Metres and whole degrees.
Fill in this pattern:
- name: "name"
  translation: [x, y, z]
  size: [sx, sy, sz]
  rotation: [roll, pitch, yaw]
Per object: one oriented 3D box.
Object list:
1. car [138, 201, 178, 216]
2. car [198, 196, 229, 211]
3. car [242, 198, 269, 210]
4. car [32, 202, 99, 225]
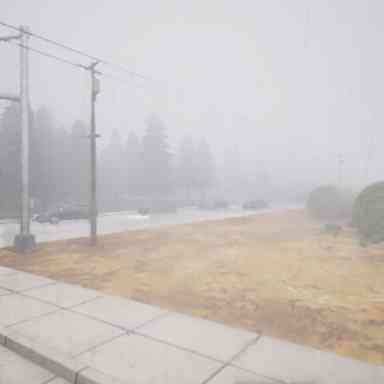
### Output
- name: "car"
  translation: [-3.295, 1.536, 32.466]
  size: [1.994, 1.385, 4.181]
  rotation: [0, 0, 37]
- name: "car"
  translation: [2.651, 1.282, 40.520]
  size: [2.097, 1.767, 4.553]
  rotation: [0, 0, 35]
- name: "car"
  translation: [7.949, 1.470, 41.433]
  size: [1.994, 1.385, 4.181]
  rotation: [0, 0, 37]
- name: "car"
  translation: [-9.216, 1.505, 24.478]
  size: [2.128, 1.511, 4.902]
  rotation: [0, 0, 36]
